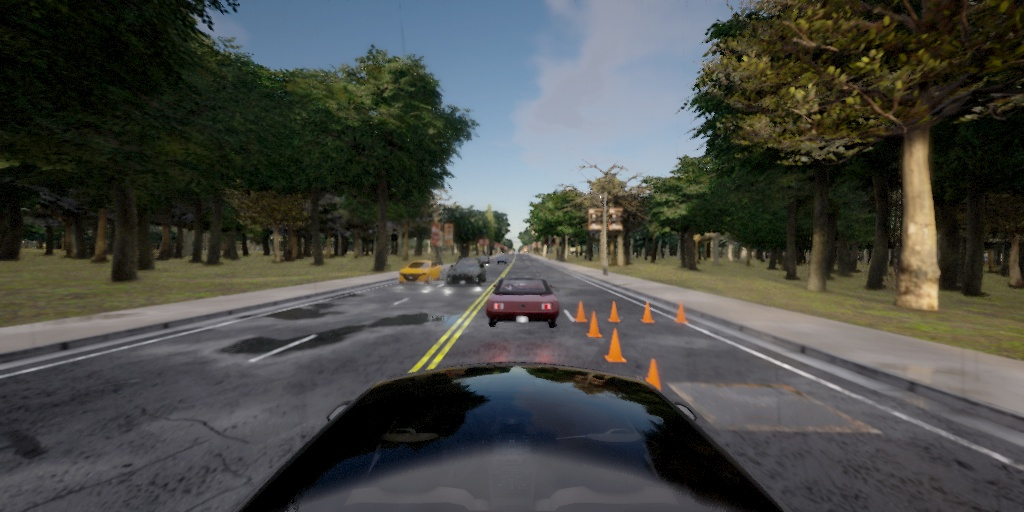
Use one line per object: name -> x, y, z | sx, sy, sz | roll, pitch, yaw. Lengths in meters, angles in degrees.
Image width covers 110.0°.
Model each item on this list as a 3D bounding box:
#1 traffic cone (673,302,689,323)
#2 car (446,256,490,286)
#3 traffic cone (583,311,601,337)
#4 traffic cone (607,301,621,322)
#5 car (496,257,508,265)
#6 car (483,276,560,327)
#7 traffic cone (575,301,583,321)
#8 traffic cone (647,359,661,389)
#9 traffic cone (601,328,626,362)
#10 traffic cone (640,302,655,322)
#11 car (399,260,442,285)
traffic cone -> 5.083, 1.681, 10.792 | 0.340, 0.580, 0.340 | 0, 0, 2
car -> -2.813, 0.931, 23.023 | 2.097, 1.767, 4.553 | 0, 0, 2
traffic cone -> 2.030, 1.671, 8.875 | 0.340, 0.580, 0.340 | 0, 0, 2
traffic cone -> 3.084, 1.665, 10.847 | 0.340, 0.580, 0.340 | 0, 0, 2
car -> -1.754, 0.816, 64.607 | 2.033, 1.411, 5.357 | 0, 0, 2
car -> 0.327, 1.287, 11.237 | 1.895, 1.301, 4.718 | 0, 0, 2
traffic cone -> 2.084, 1.657, 10.875 | 0.340, 0.580, 0.340 | 0, 0, 2
traffic cone -> 1.920, 1.698, 4.877 | 0.340, 0.580, 0.340 | 0, 0, 2
traffic cone -> 1.975, 1.684, 6.876 | 0.340, 0.580, 0.340 | 0, 0, 2
traffic cone -> 4.083, 1.673, 10.820 | 0.340, 0.580, 0.340 | 0, 0, 2
car -> -6.037, 1.025, 24.128 | 1.882, 1.535, 5.008 | 0, 0, 1
